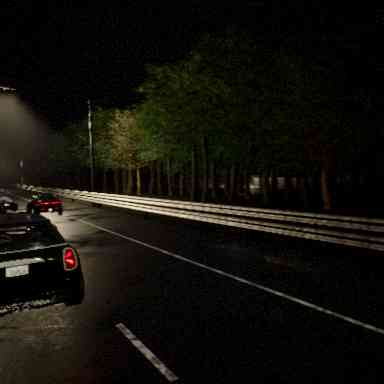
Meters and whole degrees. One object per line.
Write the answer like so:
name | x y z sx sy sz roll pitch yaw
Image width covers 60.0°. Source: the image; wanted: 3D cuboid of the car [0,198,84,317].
car | -3.844 1.202 6.881 2.097 1.767 4.553 -3 3 -33

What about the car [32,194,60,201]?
car | -10.665 0.934 23.904 1.837 1.490 4.892 -3 1 -33

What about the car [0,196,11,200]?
car | -11.113 1.198 18.130 1.812 1.442 4.674 -3 3 -33
